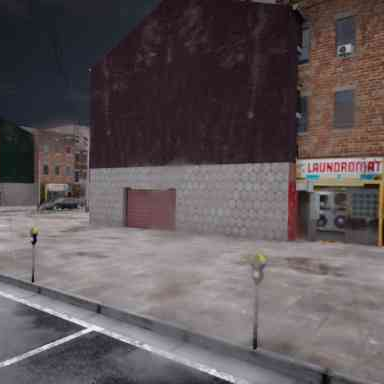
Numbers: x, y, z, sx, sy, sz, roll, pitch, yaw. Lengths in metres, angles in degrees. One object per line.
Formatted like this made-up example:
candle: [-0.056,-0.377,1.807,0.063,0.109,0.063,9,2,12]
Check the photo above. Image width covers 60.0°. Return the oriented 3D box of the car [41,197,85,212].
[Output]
car: [-14.385,1.346,37.307,1.837,1.490,4.892,1,1,36]
